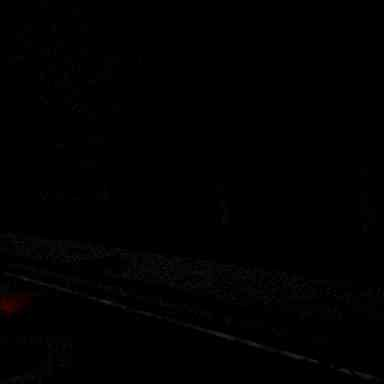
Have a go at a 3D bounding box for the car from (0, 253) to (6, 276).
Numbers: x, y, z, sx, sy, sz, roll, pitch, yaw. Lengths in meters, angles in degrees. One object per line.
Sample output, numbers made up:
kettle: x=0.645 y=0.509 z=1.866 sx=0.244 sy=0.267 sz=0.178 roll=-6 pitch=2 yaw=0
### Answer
car: x=-6.890 y=1.554 z=8.575 sx=5.357 sy=1.411 sz=2.033 roll=0 pitch=0 yaw=36
